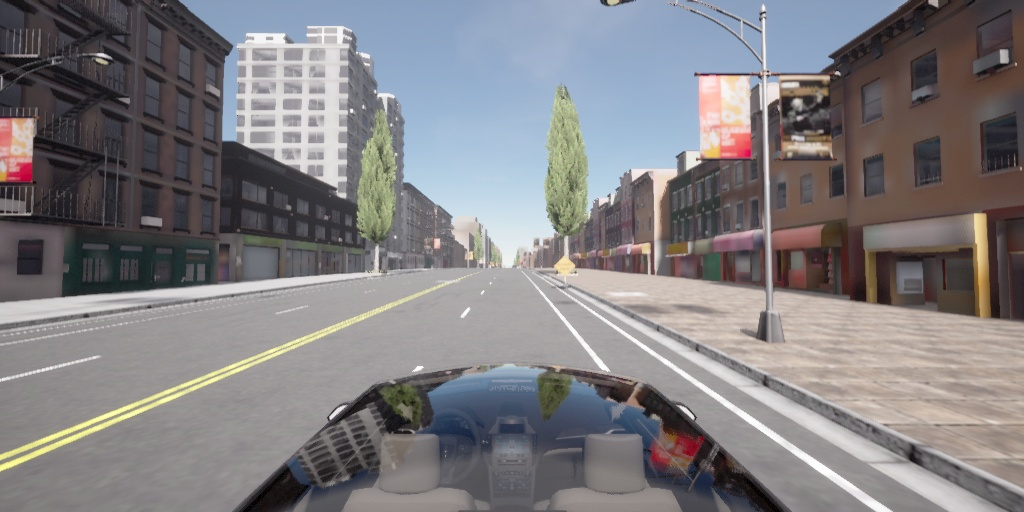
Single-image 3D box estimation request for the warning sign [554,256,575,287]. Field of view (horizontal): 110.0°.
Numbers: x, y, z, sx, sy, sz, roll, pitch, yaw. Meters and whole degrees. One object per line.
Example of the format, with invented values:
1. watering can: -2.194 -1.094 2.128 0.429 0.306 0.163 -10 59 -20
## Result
1. warning sign: 3.225 0.903 21.669 1.300 1.860 1.060 0 0 0
